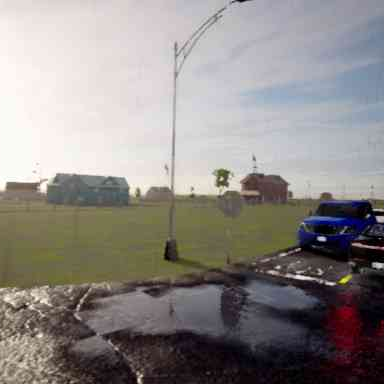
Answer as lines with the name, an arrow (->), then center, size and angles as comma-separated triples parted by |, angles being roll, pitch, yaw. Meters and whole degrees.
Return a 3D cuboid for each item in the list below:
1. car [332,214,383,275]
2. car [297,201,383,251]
car -> 6.330, 1.669, 10.081 | 2.128, 1.511, 4.902 | 1, 0, 43
car -> 6.432, 1.410, 14.288 | 2.150, 2.045, 5.566 | 1, 0, 38
